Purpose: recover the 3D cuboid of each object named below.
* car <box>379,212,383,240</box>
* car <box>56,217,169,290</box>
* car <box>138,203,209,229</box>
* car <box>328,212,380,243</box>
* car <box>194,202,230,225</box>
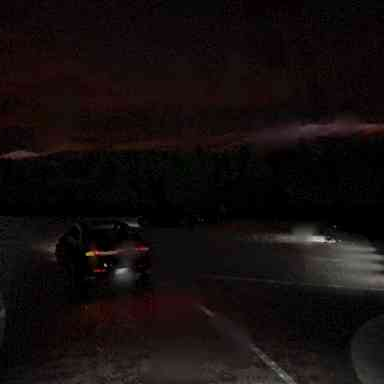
[{"bbox_3d":[9.522,1.555,11.675,4.674,1.442,1.812,-1,-1,19],"label":"car"},{"bbox_3d":[-2.690,1.577,9.549,2.128,1.511,4.902,0,0,-28],"label":"car"},{"bbox_3d":[-1.476,1.699,22.825,4.674,1.442,1.812,0,0,19],"label":"car"},{"bbox_3d":[8.660,1.627,15.678,4.181,1.385,1.994,0,0,19],"label":"car"},{"bbox_3d":[0.596,1.535,25.829,4.553,1.767,2.097,0,0,19],"label":"car"}]
